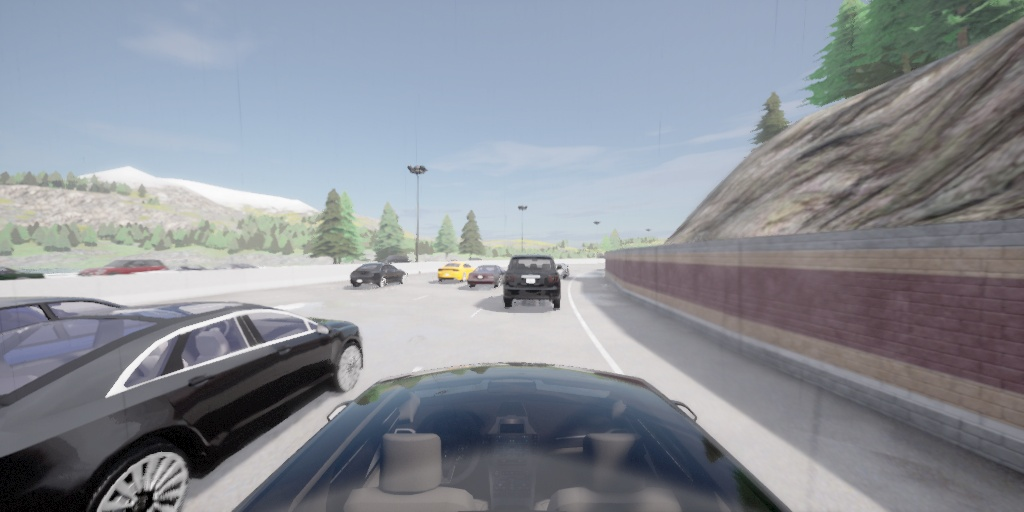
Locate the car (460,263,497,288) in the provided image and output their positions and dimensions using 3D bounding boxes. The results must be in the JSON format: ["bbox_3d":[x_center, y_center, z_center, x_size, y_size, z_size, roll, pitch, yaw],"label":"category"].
[{"bbox_3d":[-1.439,1.272,23.475,2.033,1.411,5.357,0,0,10],"label":"car"}]

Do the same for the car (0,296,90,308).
[{"bbox_3d":[-6.802,1.273,4.935,2.033,1.411,5.357,0,0,2],"label":"car"}]

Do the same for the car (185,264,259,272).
[{"bbox_3d":[-19.124,1.233,24.517,1.994,1.385,4.181,0,0,9],"label":"car"}]

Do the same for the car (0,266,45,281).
[{"bbox_3d":[-10.232,1.067,5.189,2.097,1.767,4.553,0,0,1],"label":"car"}]

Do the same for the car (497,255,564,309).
[{"bbox_3d":[0.936,0.961,15.190,2.150,2.045,5.566,0,0,6],"label":"car"}]

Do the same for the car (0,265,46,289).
[{"bbox_3d":[-30.350,1.240,20.189,1.895,1.301,4.718,0,0,7],"label":"car"}]

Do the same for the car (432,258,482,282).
[{"bbox_3d":[-4.134,1.190,27.852,1.882,1.535,5.008,0,0,11],"label":"car"}]

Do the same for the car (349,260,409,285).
[{"bbox_3d":[-8.509,1.208,23.264,1.837,1.490,4.892,0,0,9],"label":"car"}]

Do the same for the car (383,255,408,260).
[{"bbox_3d":[-19.912,0.855,61.070,2.150,2.045,5.566,0,0,22],"label":"car"}]

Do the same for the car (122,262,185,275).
[{"bbox_3d":[-22.720,1.259,24.387,1.895,1.301,4.718,0,0,9],"label":"car"}]

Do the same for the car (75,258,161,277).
[{"bbox_3d":[-26.218,1.000,24.384,2.097,1.767,4.553,0,0,9],"label":"car"}]

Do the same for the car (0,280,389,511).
[{"bbox_3d":[-3.289,1.229,3.770,2.128,1.511,4.902,0,0,1],"label":"car"}]

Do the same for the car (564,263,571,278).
[{"bbox_3d":[4.207,1.259,33.071,1.812,1.442,4.674,0,0,14],"label":"car"}]
